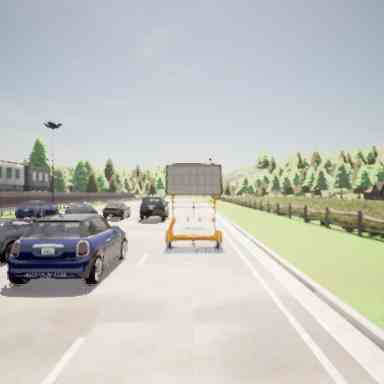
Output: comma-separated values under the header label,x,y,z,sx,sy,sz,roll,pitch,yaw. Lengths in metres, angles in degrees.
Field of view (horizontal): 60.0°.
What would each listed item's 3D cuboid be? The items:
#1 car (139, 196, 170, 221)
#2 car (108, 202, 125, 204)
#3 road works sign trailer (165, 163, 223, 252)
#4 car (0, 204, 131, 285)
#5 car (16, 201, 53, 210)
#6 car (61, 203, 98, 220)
label,x,y,z,sx,sy,sz,roll,pitch,yaw
car,-3.252,1.401,29.299,2.150,2.045,5.566,0,0,0
car,-6.747,1.695,30.004,1.837,1.490,4.892,0,0,0
road works sign trailer,0.075,0.550,14.326,2.380,3.560,2.880,0,0,0
car,-3.345,1.417,9.883,2.097,1.767,4.553,0,0,0
car,-13.749,1.553,29.724,2.097,1.767,4.553,0,0,0
car,-10.244,1.764,30.710,1.994,1.385,4.181,0,0,0
